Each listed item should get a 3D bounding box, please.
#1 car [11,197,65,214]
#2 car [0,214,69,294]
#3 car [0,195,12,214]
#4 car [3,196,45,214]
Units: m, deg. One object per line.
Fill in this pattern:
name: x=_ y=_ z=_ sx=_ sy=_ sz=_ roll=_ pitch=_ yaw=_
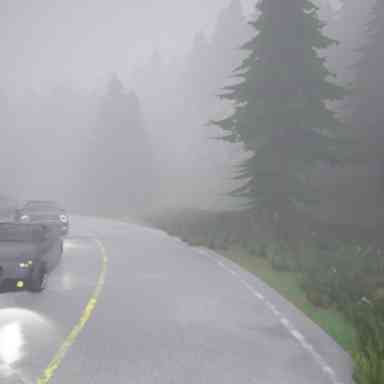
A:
car: x=-7.489 y=1.167 z=16.370 sx=2.097 sy=1.767 sz=4.553 roll=1 pitch=0 yaw=-31
car: x=-4.466 y=1.457 z=8.265 sx=1.994 sy=1.385 sz=4.181 roll=1 pitch=0 yaw=-13
car: x=-14.123 y=1.015 z=24.653 sx=4.553 sy=1.767 sz=2.097 roll=1 pitch=0 yaw=43
car: x=-15.716 y=1.144 z=30.936 sx=4.674 sy=1.442 sz=1.812 roll=1 pitch=0 yaw=41
